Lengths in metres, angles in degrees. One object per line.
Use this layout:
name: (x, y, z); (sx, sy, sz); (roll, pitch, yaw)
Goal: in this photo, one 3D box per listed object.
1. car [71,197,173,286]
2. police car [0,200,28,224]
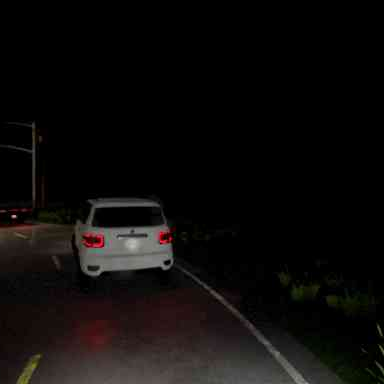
car: (-2.212, 1.155, 9.605); (2.150, 2.045, 5.566); (0, 1, -21)
police car: (-12.976, 1.345, 21.906); (4.974, 1.542, 2.038); (0, 1, 35)
